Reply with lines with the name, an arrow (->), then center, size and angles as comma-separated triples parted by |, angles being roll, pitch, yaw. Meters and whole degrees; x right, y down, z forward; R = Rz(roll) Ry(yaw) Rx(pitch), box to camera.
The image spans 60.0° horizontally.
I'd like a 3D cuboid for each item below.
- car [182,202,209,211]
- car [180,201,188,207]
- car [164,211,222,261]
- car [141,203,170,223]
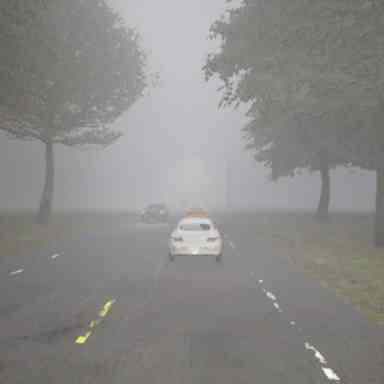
car -> 0.420, 1.873, 28.449 | 1.882, 1.535, 5.008 | 0, 0, 2
car -> -1.644, 2.584, 73.544 | 1.895, 1.301, 4.718 | 0, -1, 2
car -> 0.139, 1.703, 12.931 | 1.812, 1.442, 4.674 | 0, -1, 1
car -> -3.214, 1.771, 29.908 | 2.097, 1.767, 4.553 | 0, -1, 3
